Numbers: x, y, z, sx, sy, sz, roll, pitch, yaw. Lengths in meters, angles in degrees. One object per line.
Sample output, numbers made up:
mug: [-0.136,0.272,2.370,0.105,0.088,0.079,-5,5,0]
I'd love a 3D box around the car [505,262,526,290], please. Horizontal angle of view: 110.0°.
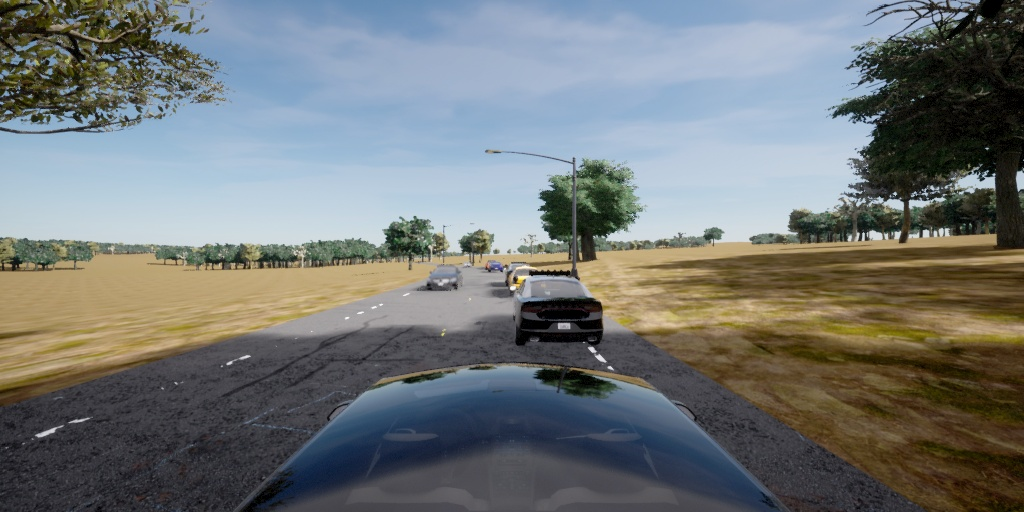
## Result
car: [0.723,1.241,19.814,1.801,1.575,5.366,0,0,-2]

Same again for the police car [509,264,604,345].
police car: [0.992,1.189,9.680,1.930,1.638,5.238,0,0,-1]

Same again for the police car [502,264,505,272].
police car: [0.467,1.224,25.763,1.930,1.638,5.238,0,0,-3]

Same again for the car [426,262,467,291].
car: [-4.062,1.315,22.294,1.812,1.442,4.674,0,0,-2]

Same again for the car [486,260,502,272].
car: [-2.201,1.453,48.353,1.812,1.442,4.674,0,-1,-5]
